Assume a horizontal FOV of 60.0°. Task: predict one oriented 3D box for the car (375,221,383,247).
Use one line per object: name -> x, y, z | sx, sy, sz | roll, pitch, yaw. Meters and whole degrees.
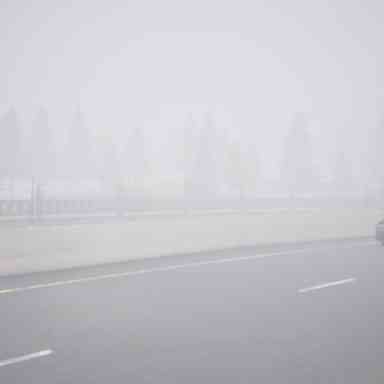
car -> 9.316, 1.470, 12.944 | 4.902, 1.511, 2.128 | 0, 0, -26
